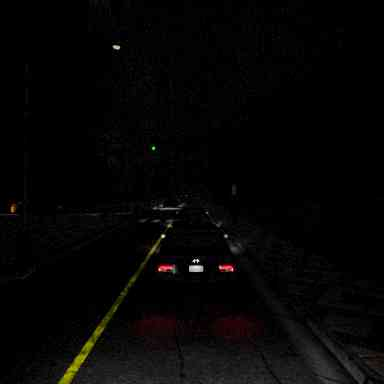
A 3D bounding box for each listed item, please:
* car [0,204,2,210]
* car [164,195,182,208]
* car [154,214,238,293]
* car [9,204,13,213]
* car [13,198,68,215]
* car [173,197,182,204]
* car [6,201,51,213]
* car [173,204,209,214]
[{"bbox_3d":[-24.560,1.754,38.979,4.206,1.307,1.802,0,-1,0],"label":"car"},{"bbox_3d":[-3.140,1.646,51.422,2.033,1.411,5.357,0,0,3],"label":"car"},{"bbox_3d":[0.073,1.552,9.026,2.033,1.411,5.357,0,0,0],"label":"car"},{"bbox_3d":[-15.244,1.489,33.149,5.008,1.535,1.882,0,-2,0],"label":"car"},{"bbox_3d":[-13.594,1.379,30.495,4.097,1.590,1.967,0,-2,-1],"label":"car"},{"bbox_3d":[-3.119,1.708,71.169,1.812,1.442,4.674,0,0,0],"label":"car"},{"bbox_3d":[-19.074,1.735,38.996,4.313,1.339,1.947,0,-1,0],"label":"car"},{"bbox_3d":[0.007,1.577,18.796,1.994,1.385,4.181,0,0,1],"label":"car"}]
